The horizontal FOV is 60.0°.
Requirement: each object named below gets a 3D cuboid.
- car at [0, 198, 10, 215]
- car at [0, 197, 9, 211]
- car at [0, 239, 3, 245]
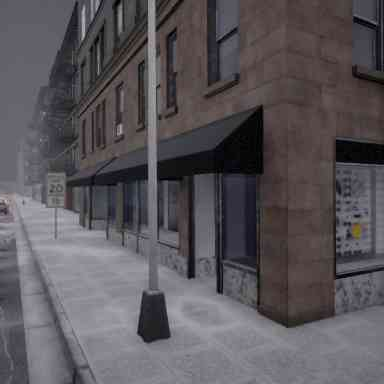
[{"bbox_3d":[-19.388,1.488,33.265,2.128,1.511,4.902,0,0,-28],"label":"car"},{"bbox_3d":[-24.409,1.468,42.406,1.882,1.535,5.008,0,0,-28],"label":"car"},{"bbox_3d":[-5.137,1.507,6.961,1.837,1.490,4.892,0,0,-29],"label":"car"}]
